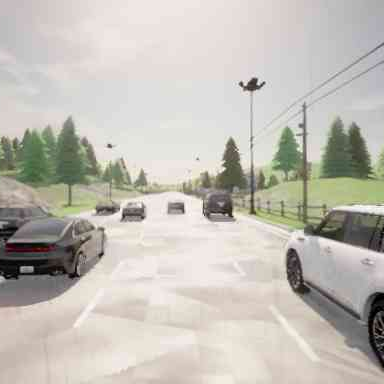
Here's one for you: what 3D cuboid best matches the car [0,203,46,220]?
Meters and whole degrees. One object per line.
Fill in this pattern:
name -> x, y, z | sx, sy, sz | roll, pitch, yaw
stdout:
car -> -7.629, 1.346, 15.140 | 2.097, 1.767, 4.553 | 0, 0, -3

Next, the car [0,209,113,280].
car -> -3.867, 1.496, 9.995 | 1.837, 1.490, 4.892 | 0, 0, -3

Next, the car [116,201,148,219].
car -> -4.816, 1.493, 28.359 | 2.033, 1.411, 5.357 | 0, 0, -3

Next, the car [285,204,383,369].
car -> 3.365, 1.193, 5.598 | 2.150, 2.045, 5.566 | 0, 0, -2

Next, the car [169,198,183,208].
car -> -2.313, 1.486, 46.814 | 1.895, 1.301, 4.718 | 0, 0, -3

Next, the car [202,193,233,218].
car -> 2.159, 1.136, 28.938 | 2.150, 2.045, 5.566 | 0, 0, -3

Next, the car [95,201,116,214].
car -> -8.673, 1.547, 34.790 | 1.895, 1.301, 4.718 | 0, 0, -3

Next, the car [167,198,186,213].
car -> -1.714, 1.404, 35.754 | 2.128, 1.511, 4.902 | 0, 0, -3
